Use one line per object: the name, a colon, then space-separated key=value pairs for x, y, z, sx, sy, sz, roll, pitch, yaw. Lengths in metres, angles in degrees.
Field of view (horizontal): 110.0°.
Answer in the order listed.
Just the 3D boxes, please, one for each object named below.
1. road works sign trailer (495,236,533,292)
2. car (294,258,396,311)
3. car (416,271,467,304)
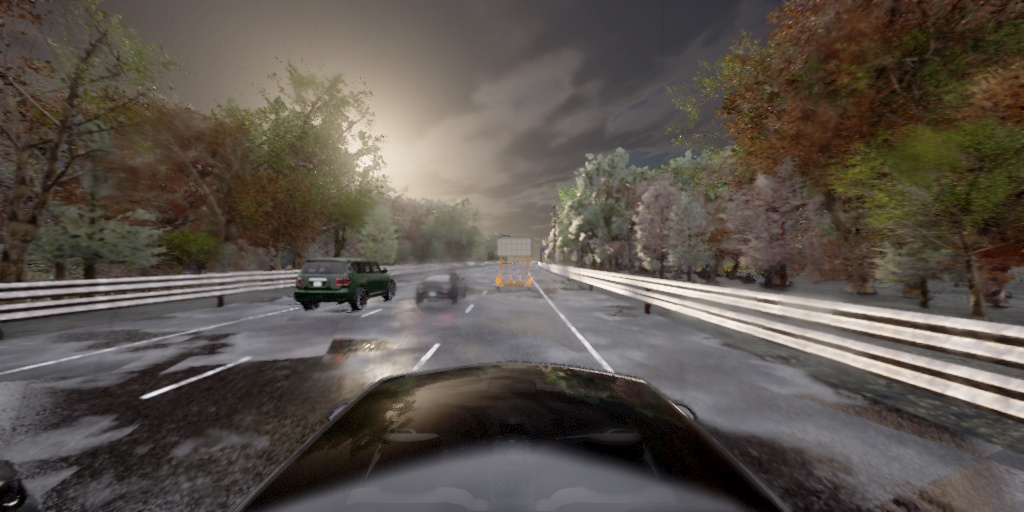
road works sign trailer: x=0.140 y=0.474 z=23.509 sx=2.380 sy=3.560 sz=2.880 roll=0 pitch=0 yaw=2
car: x=-6.822 y=1.105 z=15.338 sx=2.150 sy=2.045 sz=5.566 roll=0 pitch=-1 yaw=1
car: x=-3.315 y=1.449 z=17.351 sx=1.812 sy=1.442 sz=4.674 roll=0 pitch=-1 yaw=1
